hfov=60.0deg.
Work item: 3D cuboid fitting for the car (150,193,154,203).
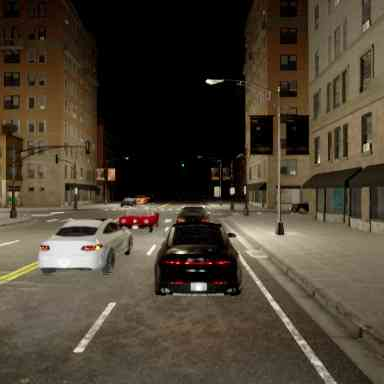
[{"bbox_3d":[-9.456,1.283,71.471,2.150,2.045,5.566,0,0,0],"label":"car"}]

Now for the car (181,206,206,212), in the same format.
[{"bbox_3d":[0.090,1.544,18.969,1.812,1.442,4.674,0,0,1],"label":"car"}]

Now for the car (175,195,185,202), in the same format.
[{"bbox_3d":[-2.920,1.585,80.139,1.812,1.442,4.674,0,0,0],"label":"car"}]

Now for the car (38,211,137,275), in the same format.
[{"bbox_3d":[-3.114,1.536,10.422,1.812,1.442,4.674,0,0,0],"label":"car"}]

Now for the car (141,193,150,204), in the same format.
[{"bbox_3d":[-9.569,1.404,61.058,2.097,1.767,4.553,0,0,1],"label":"car"}]

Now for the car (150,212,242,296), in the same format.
[{"bbox_3d":[0.135,1.514,8.643,1.837,1.490,4.892,0,0,0],"label":"car"}]

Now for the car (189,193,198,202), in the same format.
[{"bbox_3d":[0.328,1.560,79.709,1.837,1.490,4.892,0,0,0],"label":"car"}]

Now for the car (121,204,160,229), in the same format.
[{"bbox_3d":[-3.069,1.621,20.290,1.895,1.301,4.718,0,0,0],"label":"car"}]

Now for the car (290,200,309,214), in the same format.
[{"bbox_3d":[13.204,1.566,36.303,4.902,1.511,2.128,0,0,-1],"label":"car"}]

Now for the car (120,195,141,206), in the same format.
[{"bbox_3d":[-9.636,1.593,51.168,2.033,1.411,5.357,0,0,0],"label":"car"}]

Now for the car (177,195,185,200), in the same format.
[{"bbox_3d":[-2.879,1.492,90.142,1.994,1.385,4.181,0,0,0],"label":"car"}]

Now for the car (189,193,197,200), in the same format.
[{"bbox_3d":[0.371,1.164,90.159,2.150,2.045,5.566,0,0,0],"label":"car"}]
